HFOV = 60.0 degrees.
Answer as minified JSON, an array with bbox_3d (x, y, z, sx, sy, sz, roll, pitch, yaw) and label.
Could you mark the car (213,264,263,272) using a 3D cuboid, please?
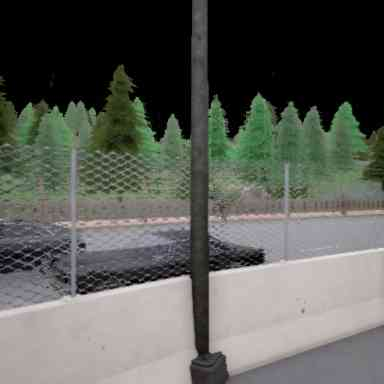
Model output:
[{"bbox_3d":[-0.699,1.574,7.502,4.718,1.301,1.895,0,0,-33],"label":"car"}]
